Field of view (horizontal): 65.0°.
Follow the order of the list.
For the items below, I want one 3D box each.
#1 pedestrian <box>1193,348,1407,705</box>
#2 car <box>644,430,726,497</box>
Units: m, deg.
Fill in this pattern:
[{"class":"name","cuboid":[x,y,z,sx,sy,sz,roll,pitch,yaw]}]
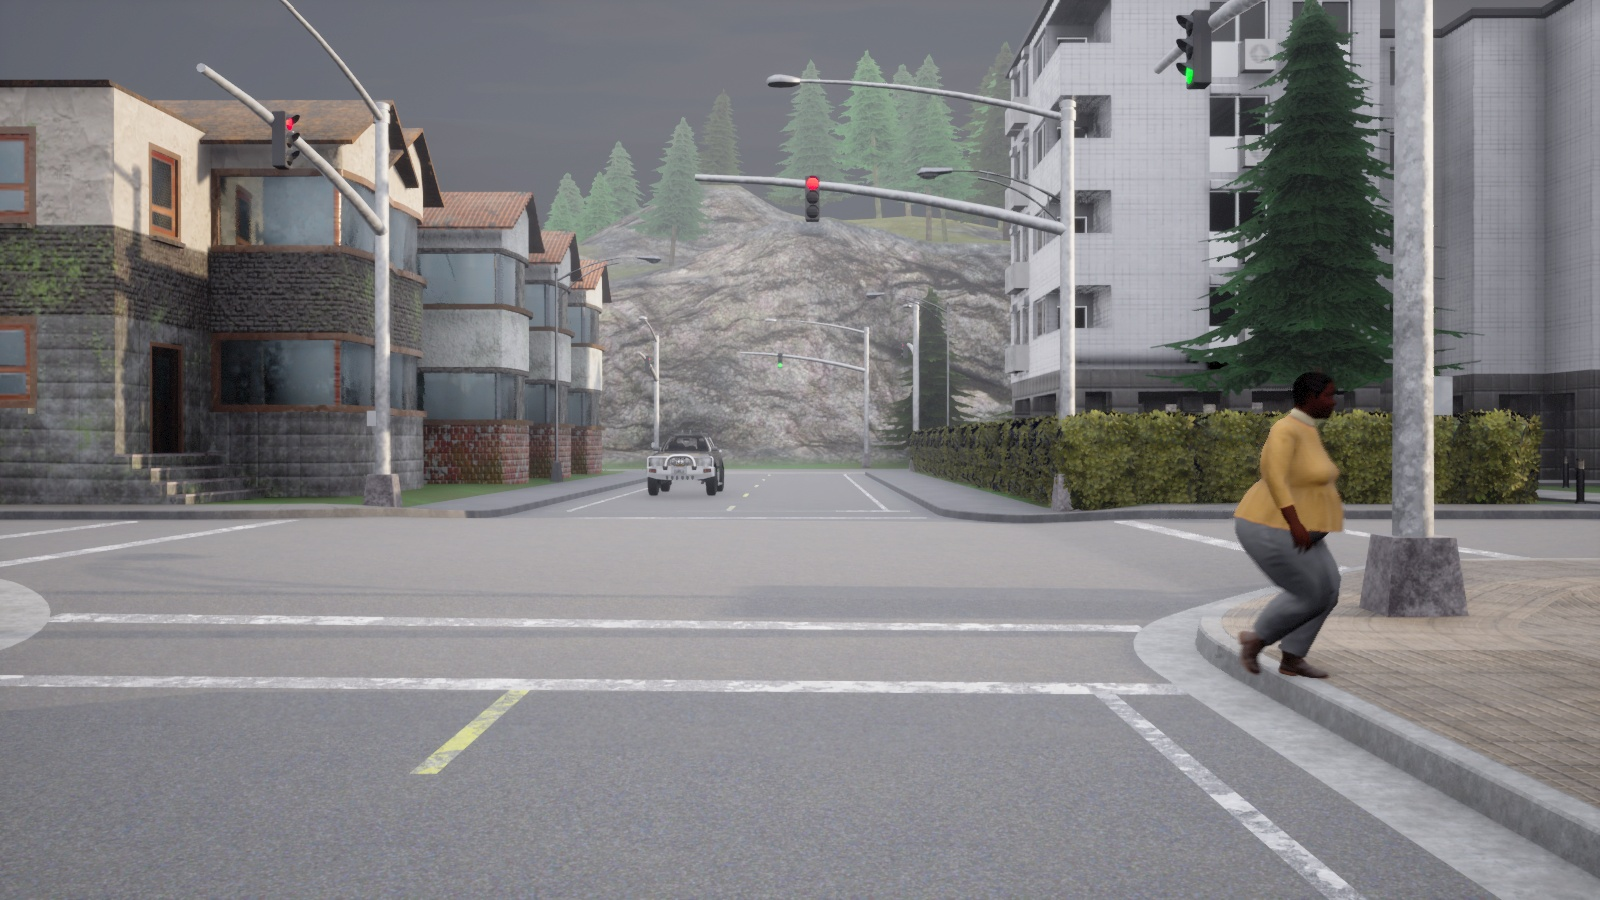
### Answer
[{"class":"pedestrian","cuboid":[2.853,0.396,7.160,0.900,1.855,0.874,0,0,40]},{"class":"car","cuboid":[-3.289,0.353,36.748,1.932,1.855,4.605,0,0,0]}]
